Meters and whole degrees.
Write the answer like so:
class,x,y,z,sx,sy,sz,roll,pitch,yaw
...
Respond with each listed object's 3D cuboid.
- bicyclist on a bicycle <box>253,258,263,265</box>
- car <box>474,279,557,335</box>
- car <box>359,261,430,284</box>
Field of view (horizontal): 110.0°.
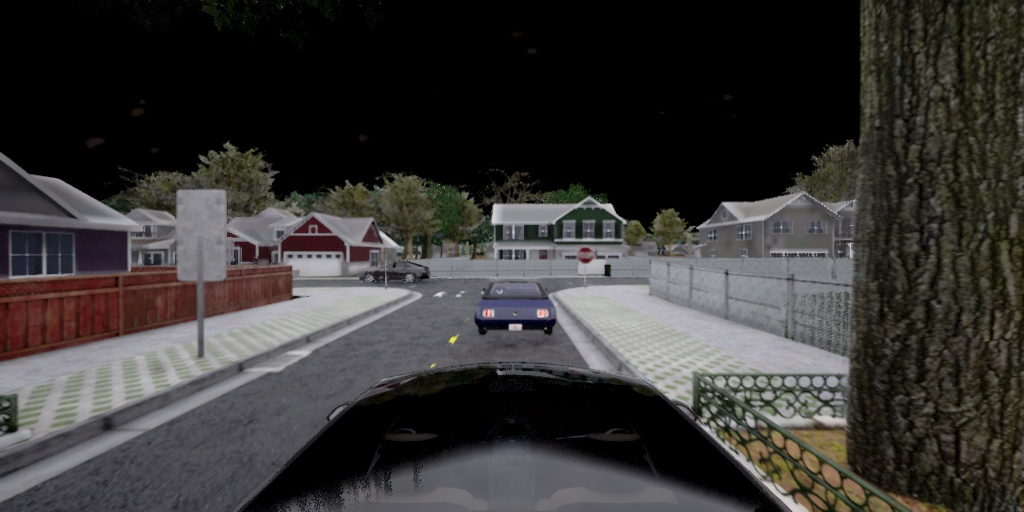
class,x,y,z,sx,sy,sz,roll,pitch,yaw
bicyclist on a bicycle,-20.025,1.013,28.224,0.582,1.620,1.656,0,1,0
car,0.090,1.292,10.218,1.895,1.301,4.718,0,0,0
car,-8.261,1.143,25.307,4.892,1.490,1.837,-1,-1,3
